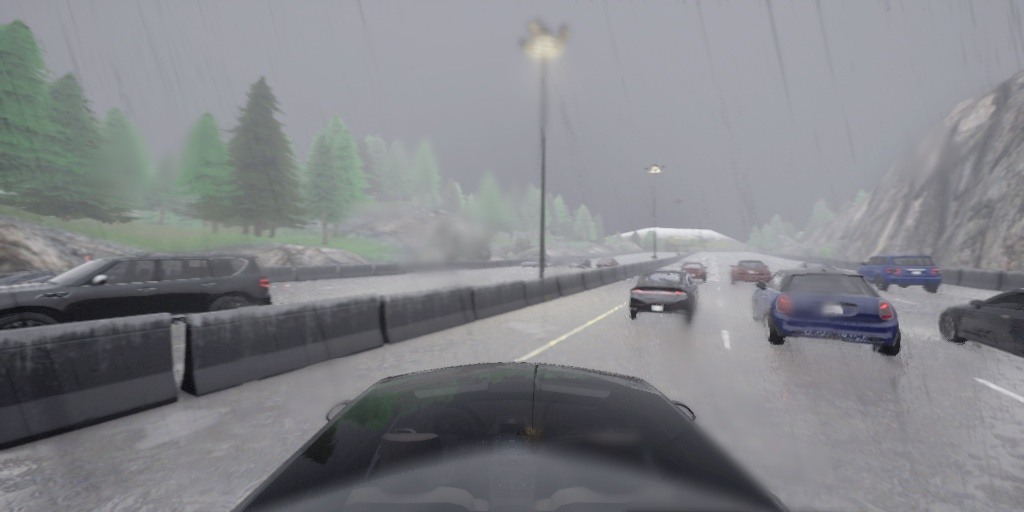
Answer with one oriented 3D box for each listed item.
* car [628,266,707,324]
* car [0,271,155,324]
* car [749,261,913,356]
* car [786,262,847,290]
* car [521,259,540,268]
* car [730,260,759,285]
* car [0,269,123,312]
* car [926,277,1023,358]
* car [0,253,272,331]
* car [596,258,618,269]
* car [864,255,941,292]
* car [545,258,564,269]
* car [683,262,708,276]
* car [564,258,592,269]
[{"bbox_3d":[5.261,1.247,12.183,2.128,1.511,4.902,0,0,29],"label":"car"},{"bbox_3d":[-15.161,1.273,11.968,1.994,1.385,4.181,0,0,29],"label":"car"},{"bbox_3d":[7.562,1.118,9.133,2.097,1.767,4.553,0,0,29],"label":"car"},{"bbox_3d":[19.459,1.189,23.166,2.128,1.511,4.902,0,1,29],"label":"car"},{"bbox_3d":[3.123,1.117,51.459,1.895,1.301,4.718,0,1,29],"label":"car"},{"bbox_3d":[16.271,1.043,24.635,2.097,1.767,4.553,0,1,29],"label":"car"},{"bbox_3d":[-18.211,1.264,13.684,1.994,1.385,4.181,0,0,29],"label":"car"},{"bbox_3d":[10.106,1.302,6.516,1.812,1.442,4.674,0,0,29],"label":"car"},{"bbox_3d":[-9.014,0.948,8.618,2.150,2.045,5.566,0,0,29],"label":"car"},{"bbox_3d":[12.291,0.990,46.340,1.882,1.535,5.008,0,1,29],"label":"car"},{"bbox_3d":[22.151,0.933,20.810,2.150,2.045,5.566,0,1,29],"label":"car"},{"bbox_3d":[6.189,0.989,49.771,2.128,1.511,4.902,0,1,29],"label":"car"},{"bbox_3d":[13.912,1.196,27.583,1.812,1.442,4.674,0,1,29],"label":"car"},{"bbox_3d":[9.241,0.998,48.056,2.128,1.511,4.902,0,1,29],"label":"car"}]
